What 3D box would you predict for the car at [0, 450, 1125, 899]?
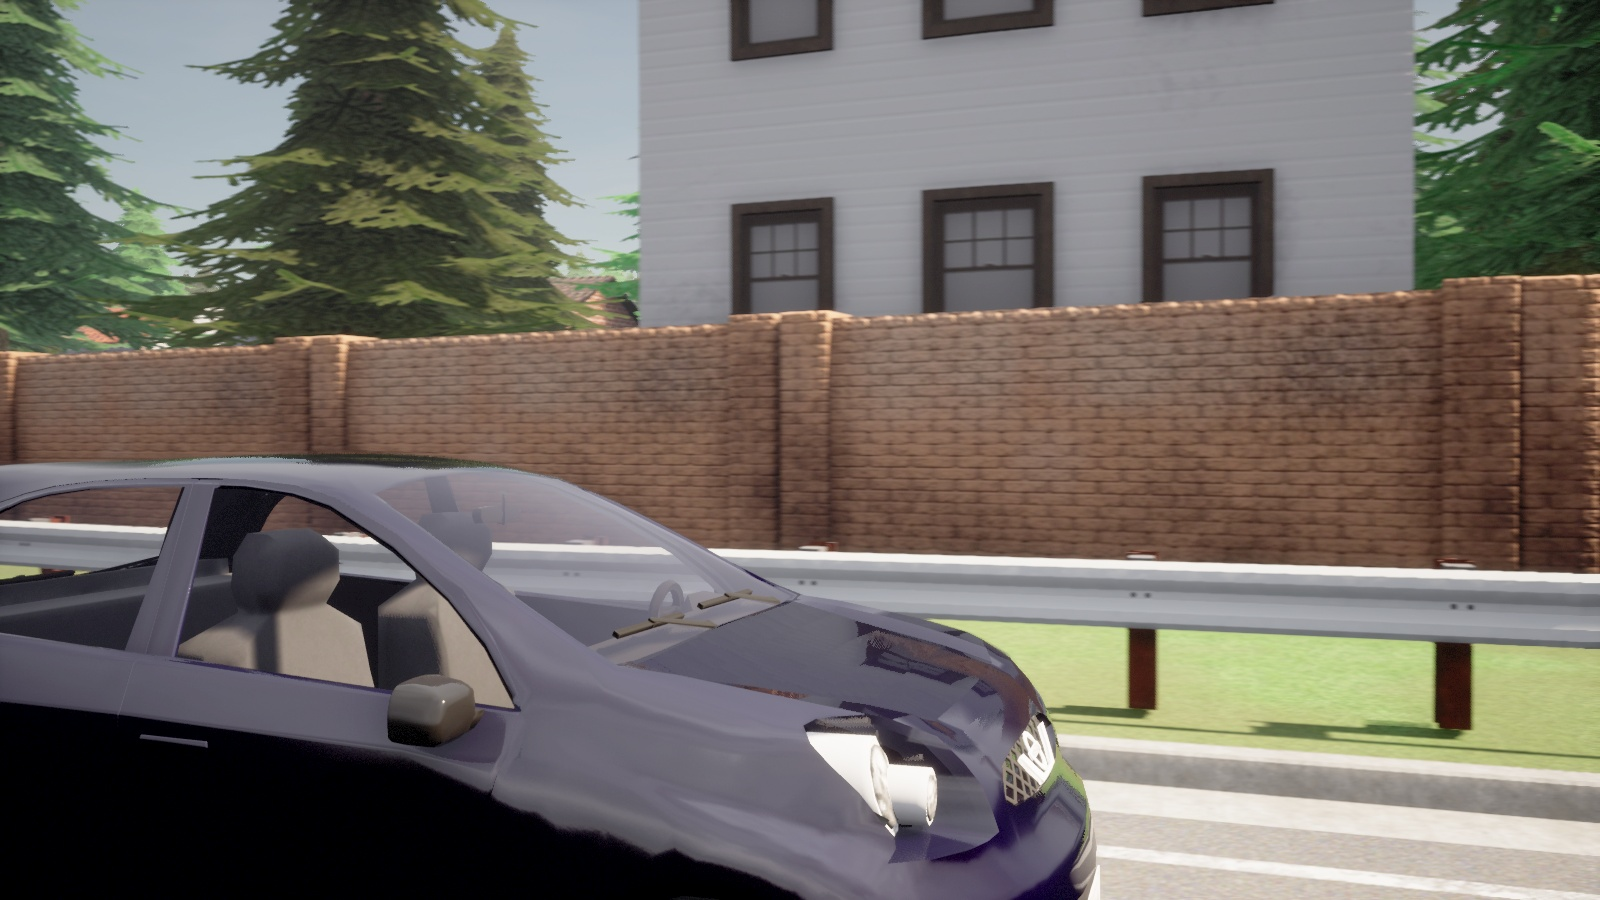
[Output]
[{"bbox_3d":[-1.031,0.780,3.540,3.633,1.501,1.845,1,1,19],"label":"car"}]
